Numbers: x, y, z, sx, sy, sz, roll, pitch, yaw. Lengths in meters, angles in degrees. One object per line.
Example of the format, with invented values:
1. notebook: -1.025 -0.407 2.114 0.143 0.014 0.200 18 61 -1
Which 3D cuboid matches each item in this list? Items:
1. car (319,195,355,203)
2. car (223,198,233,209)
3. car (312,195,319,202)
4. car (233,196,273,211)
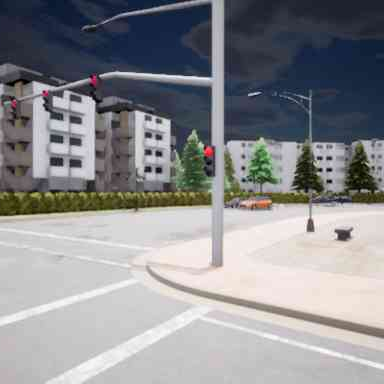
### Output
1. car: 20.983 1.108 47.376 4.674 1.442 1.812 0 0 -20
2. car: 5.919 1.449 42.658 4.892 1.490 1.837 0 0 -38
3. car: 19.781 1.139 50.663 4.674 1.442 1.812 0 0 -20
4. car: 7.527 1.305 39.468 4.553 1.767 2.097 0 0 -38
